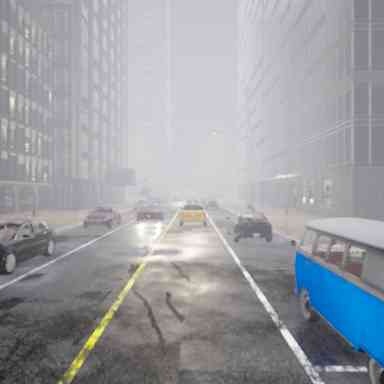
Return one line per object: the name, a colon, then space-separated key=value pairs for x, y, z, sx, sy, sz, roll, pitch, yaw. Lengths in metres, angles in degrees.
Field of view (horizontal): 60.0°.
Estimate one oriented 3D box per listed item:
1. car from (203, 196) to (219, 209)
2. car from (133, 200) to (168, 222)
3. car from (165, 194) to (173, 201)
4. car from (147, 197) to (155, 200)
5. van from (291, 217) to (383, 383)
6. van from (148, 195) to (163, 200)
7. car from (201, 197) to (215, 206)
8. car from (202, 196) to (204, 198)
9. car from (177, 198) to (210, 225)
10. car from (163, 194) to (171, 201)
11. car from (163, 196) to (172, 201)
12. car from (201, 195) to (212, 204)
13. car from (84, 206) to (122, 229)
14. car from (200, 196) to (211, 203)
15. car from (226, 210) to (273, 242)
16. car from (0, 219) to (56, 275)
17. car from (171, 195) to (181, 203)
car: x=2.639 y=1.560 z=44.479 sx=1.802 sy=1.307 sz=4.206 roll=0 pitch=0 yaw=0
car: x=-3.129 y=1.558 z=26.055 sx=1.994 sy=1.385 sz=4.181 roll=0 pitch=0 yaw=0
car: x=-5.787 y=1.363 z=84.321 sx=1.967 sy=1.590 sz=4.097 roll=0 pitch=0 yaw=0
car: x=-5.736 y=1.565 z=38.780 sx=1.802 sy=1.307 sz=4.206 roll=0 pitch=0 yaw=0
van: x=2.684 y=1.344 z=4.631 sx=1.690 sy=1.788 sz=3.998 roll=0 pitch=0 yaw=0
van: x=-5.749 y=1.314 z=50.164 sx=1.690 sy=1.788 sz=3.998 roll=0 pitch=0 yaw=0
car: x=2.625 y=1.518 z=55.864 sx=2.008 sy=1.369 sz=4.403 roll=0 pitch=0 yaw=0
car: x=0.052 y=1.527 z=42.039 sx=2.033 sy=1.411 sz=5.357 roll=0 pitch=0 yaw=0
car: x=0.073 y=1.452 z=23.879 sx=1.801 sy=1.575 sz=5.366 roll=0 pitch=0 yaw=0
car: x=-5.768 y=1.538 z=67.241 sx=1.802 sy=1.307 sz=4.206 roll=0 pitch=0 yaw=0
car: x=-5.781 y=1.518 z=78.629 sx=1.802 sy=1.307 sz=4.206 roll=0 pitch=0 yaw=0
car: x=2.619 y=1.403 z=61.555 sx=1.967 sy=1.590 sz=4.097 roll=0 pitch=0 yaw=0
car: x=-5.716 y=1.580 z=21.702 sx=1.802 sy=1.307 sz=4.206 roll=0 pitch=0 yaw=0
car: x=2.613 y=1.507 z=67.249 sx=2.008 sy=1.369 sz=4.403 roll=0 pitch=0 yaw=0
car: x=2.671 y=1.552 z=16.016 sx=2.008 sy=1.369 sz=4.403 roll=0 pitch=0 yaw=0
car: x=-5.703 y=1.554 z=10.318 sx=2.008 sy=1.369 sz=4.403 roll=0 pitch=0 yaw=0
car: x=-3.084 y=1.469 z=67.895 sx=2.128 sy=1.511 sz=4.902 roll=0 pitch=0 yaw=0
